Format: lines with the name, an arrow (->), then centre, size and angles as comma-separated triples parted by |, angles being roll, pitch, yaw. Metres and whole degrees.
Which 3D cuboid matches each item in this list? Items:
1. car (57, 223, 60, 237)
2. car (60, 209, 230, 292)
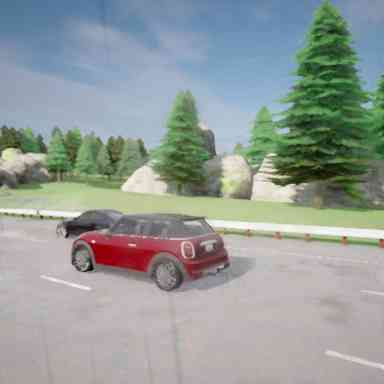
car -> -4.430, 1.538, 15.746 | 4.674, 1.442, 1.812 | 0, 0, 35
car -> -1.311, 1.358, 9.224 | 4.553, 1.767, 2.097 | 0, 0, 35
